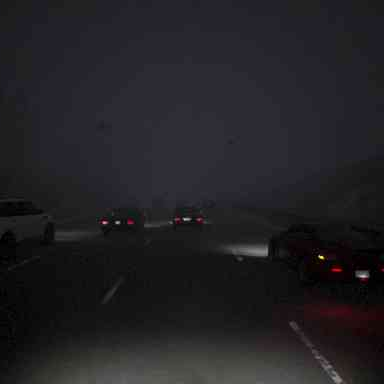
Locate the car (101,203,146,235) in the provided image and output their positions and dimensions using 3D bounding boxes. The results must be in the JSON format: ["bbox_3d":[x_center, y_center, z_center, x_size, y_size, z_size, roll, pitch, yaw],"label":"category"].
[{"bbox_3d":[-3.733,1.551,18.740,2.033,1.411,5.357,0,0,-2],"label":"car"}]

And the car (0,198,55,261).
[{"bbox_3d":[-7.056,1.222,12.331,2.150,2.045,5.566,0,0,-1],"label":"car"}]

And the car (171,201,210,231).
[{"bbox_3d":[-0.315,1.554,20.862,2.033,1.411,5.357,0,0,-3],"label":"car"}]

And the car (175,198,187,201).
[{"bbox_3d":[-1.691,1.617,52.608,1.895,1.301,4.718,0,0,-2],"label":"car"}]

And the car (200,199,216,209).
[{"bbox_3d":[2.118,1.581,45.461,1.994,1.385,4.181,0,0,-2],"label":"car"}]

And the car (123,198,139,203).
[{"bbox_3d":[-8.429,1.557,45.874,2.033,1.411,5.357,0,0,-2],"label":"car"}]

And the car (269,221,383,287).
[{"bbox_3d":[3.497,1.531,9.209,1.812,1.442,4.674,0,0,-1],"label":"car"}]

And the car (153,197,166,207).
[{"bbox_3d":[-5.193,1.561,52.595,2.033,1.411,5.357,0,0,-2],"label":"car"}]
